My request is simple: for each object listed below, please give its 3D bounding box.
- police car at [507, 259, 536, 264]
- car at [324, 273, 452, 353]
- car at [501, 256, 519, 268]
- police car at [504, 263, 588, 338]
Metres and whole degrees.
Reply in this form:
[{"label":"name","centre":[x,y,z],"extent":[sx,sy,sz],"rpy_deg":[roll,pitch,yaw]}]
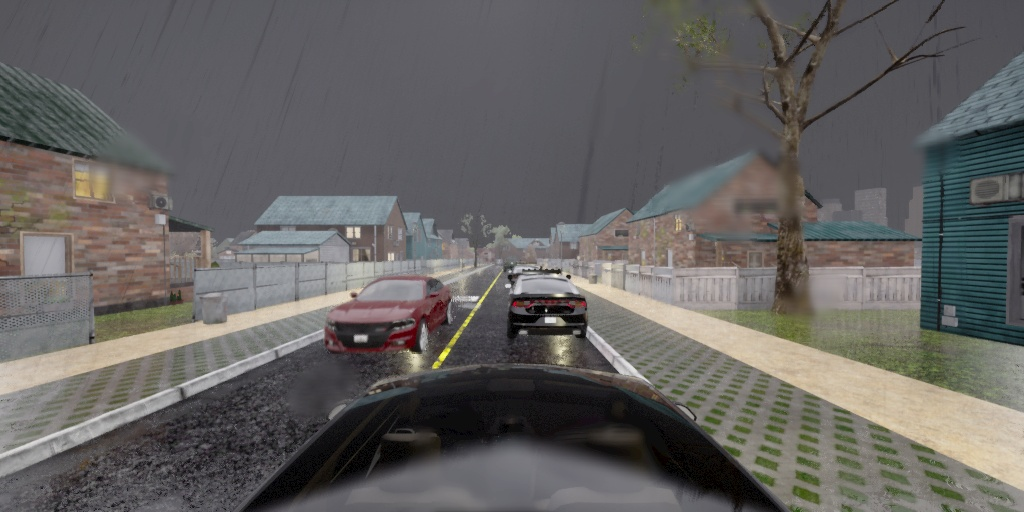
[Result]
[{"label":"police car","centre":[0.830,1.182,20.282],"extent":[1.930,1.638,5.238],"rpy_deg":[0,0,0]},{"label":"car","centre":[-2.748,1.226,9.010],"extent":[1.882,1.535,5.008],"rpy_deg":[0,0,0]},{"label":"car","centre":[0.032,1.026,46.927],"extent":[2.150,2.045,5.566],"rpy_deg":[0,0,0]},{"label":"police car","centre":[0.827,1.174,10.279],"extent":[1.930,1.638,5.238],"rpy_deg":[0,0,0]}]
